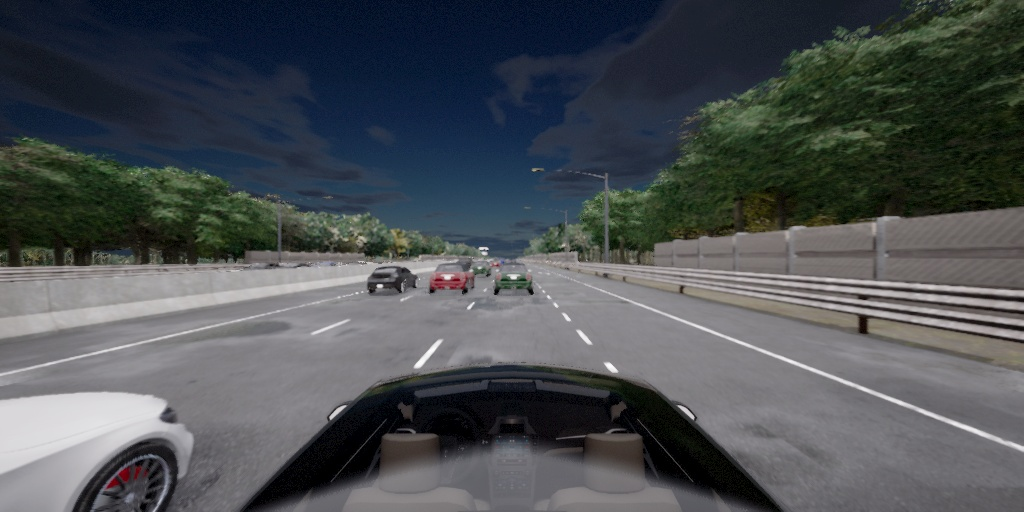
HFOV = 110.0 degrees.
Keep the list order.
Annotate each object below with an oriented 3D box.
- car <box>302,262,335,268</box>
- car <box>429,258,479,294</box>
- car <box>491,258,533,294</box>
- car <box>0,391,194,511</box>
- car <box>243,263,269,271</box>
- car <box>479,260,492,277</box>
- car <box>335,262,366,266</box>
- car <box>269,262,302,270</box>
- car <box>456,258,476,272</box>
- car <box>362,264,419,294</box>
[{"bbox_3d":[-20.862,1.468,40.243,1.882,1.535,5.008,0,0,1],"label":"car"},{"bbox_3d":[-3.400,1.182,21.112,2.097,1.767,4.553,0,0,0],"label":"car"},{"bbox_3d":[0.099,1.173,21.094,2.097,1.767,4.553,0,0,0],"label":"car"},{"bbox_3d":[-3.504,1.283,0.921,1.812,1.442,4.674,0,0,0],"label":"car"},{"bbox_3d":[-27.856,1.512,40.297,1.837,1.490,4.892,0,0,1],"label":"car"},{"bbox_3d":[-3.308,1.289,38.976,2.097,1.767,4.553,0,0,0],"label":"car"},{"bbox_3d":[-17.367,1.484,39.963,1.837,1.490,4.892,0,0,1],"label":"car"},{"bbox_3d":[-24.358,1.476,40.261,1.882,1.535,5.008,0,0,1],"label":"car"},{"bbox_3d":[-6.737,1.271,53.102,2.150,2.045,5.566,0,0,0],"label":"car"},{"bbox_3d":[-6.900,1.345,21.179,1.837,1.490,4.892,0,0,0],"label":"car"}]
